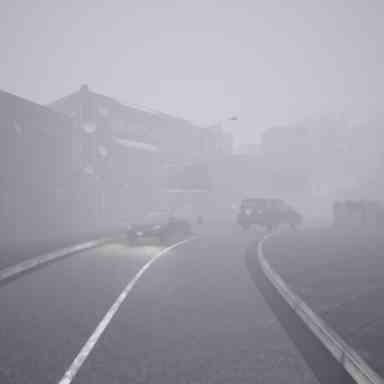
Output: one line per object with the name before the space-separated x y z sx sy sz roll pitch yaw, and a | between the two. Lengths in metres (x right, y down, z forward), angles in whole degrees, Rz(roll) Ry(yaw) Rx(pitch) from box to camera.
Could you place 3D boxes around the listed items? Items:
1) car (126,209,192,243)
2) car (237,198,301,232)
car | -1.469 1.594 16.676 1.812 1.442 4.674 -1 -2 21
car | 5.168 1.442 21.975 2.150 2.045 5.566 -3 -4 41
